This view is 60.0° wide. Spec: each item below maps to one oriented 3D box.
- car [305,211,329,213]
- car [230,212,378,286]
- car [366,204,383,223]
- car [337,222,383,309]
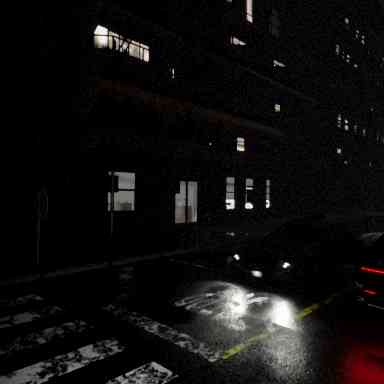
[{"bbox_3d":[5.909,1.600,15.886,4.206,1.307,1.802,0,1,-45],"label":"car"},{"bbox_3d":[3.429,1.558,9.791,5.357,1.411,2.033,0,0,-45],"label":"car"},{"bbox_3d":[13.652,1.547,23.575,4.829,1.417,1.752,0,1,-45],"label":"car"},{"bbox_3d":[5.007,1.509,6.988,4.892,1.490,1.837,0,0,-45],"label":"car"}]
